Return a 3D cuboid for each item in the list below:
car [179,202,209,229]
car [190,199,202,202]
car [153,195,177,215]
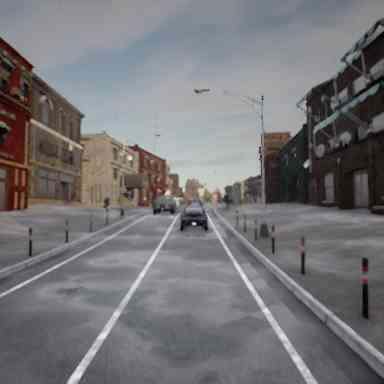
[{"bbox_3d":[0.137,1.718,23.423,1.837,1.490,4.892,0,1,0],"label":"car"},{"bbox_3d":[0.488,1.630,41.652,2.033,1.649,4.856,0,-1,3],"label":"car"},{"bbox_3d":[-2.908,1.375,36.341,2.150,2.045,5.566,0,0,2],"label":"car"}]
